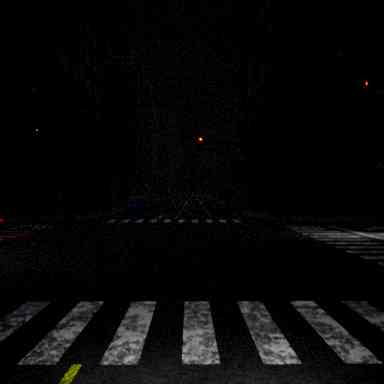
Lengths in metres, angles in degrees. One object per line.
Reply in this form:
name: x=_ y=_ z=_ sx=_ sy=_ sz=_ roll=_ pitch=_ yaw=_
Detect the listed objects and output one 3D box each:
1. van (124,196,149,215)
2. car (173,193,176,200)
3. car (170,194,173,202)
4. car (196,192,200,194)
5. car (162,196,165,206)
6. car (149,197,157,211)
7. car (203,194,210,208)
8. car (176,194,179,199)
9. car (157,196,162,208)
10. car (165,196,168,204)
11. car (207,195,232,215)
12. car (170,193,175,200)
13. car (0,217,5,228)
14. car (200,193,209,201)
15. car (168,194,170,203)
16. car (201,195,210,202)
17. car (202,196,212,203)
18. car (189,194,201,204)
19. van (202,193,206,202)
van: x=-5.684 y=1.335 z=33.395 sx=1.690 sy=1.788 sz=3.998 roll=0 pitch=0 yaw=0
car: x=-5.442 y=1.502 z=78.571 sx=1.752 sy=1.417 sz=4.829 roll=0 pitch=0 yaw=0
car: x=-5.502 y=1.549 z=67.404 sx=1.947 sy=1.339 sz=4.313 roll=0 pitch=0 yaw=0
car: x=0.390 y=1.365 z=73.762 sx=1.994 sy=1.385 sz=4.181 roll=0 pitch=0 yaw=0
car: x=-5.593 y=1.572 z=50.400 sx=1.802 sy=1.307 sz=4.206 roll=0 pitch=0 yaw=0
car: x=-5.654 y=1.433 z=39.063 sx=1.967 sy=1.590 sz=4.097 roll=0 pitch=0 yaw=0
car: x=2.902 y=1.432 z=44.690 sx=1.967 sy=1.590 sz=4.097 roll=0 pitch=0 yaw=0
car: x=-5.381 y=1.284 z=90.077 sx=2.192 sy=1.841 sz=5.009 roll=0 pitch=0 yaw=0
car: x=-5.623 y=1.557 z=44.732 sx=1.947 sy=1.339 sz=4.313 roll=0 pitch=0 yaw=0
car: x=-5.563 y=1.554 z=56.068 sx=1.947 sy=1.339 sz=4.313 roll=0 pitch=0 yaw=0
car: x=2.842 y=1.434 z=33.352 sx=1.967 sy=1.590 sz=4.097 roll=0 pitch=0 yaw=0
car: x=-5.472 y=1.525 z=73.072 sx=1.887 sy=1.381 sz=4.507 roll=0 pitch=0 yaw=0
car: x=-12.554 y=1.575 z=17.310 sx=4.718 sy=1.301 sz=1.895 roll=0 pitch=0 yaw=0
car: x=3.114 y=1.288 z=84.374 sx=2.192 sy=1.841 sz=5.009 roll=0 pitch=0 yaw=0
car: x=-5.533 y=1.512 z=61.566 sx=1.752 sy=1.417 sz=4.829 roll=0 pitch=0 yaw=0
car: x=3.084 y=1.417 z=78.705 sx=1.967 sy=1.590 sz=4.097 roll=0 pitch=0 yaw=0
car: x=3.024 y=1.534 z=67.367 sx=2.008 sy=1.369 sz=4.403 roll=0 pitch=0 yaw=0
car: x=0.338 y=1.549 z=63.725 sx=1.994 sy=1.385 sz=4.181 roll=0 pitch=0 yaw=0
van: x=2.963 y=1.330 z=56.028 sx=1.690 sy=1.788 sz=3.998 roll=0 pitch=0 yaw=0
